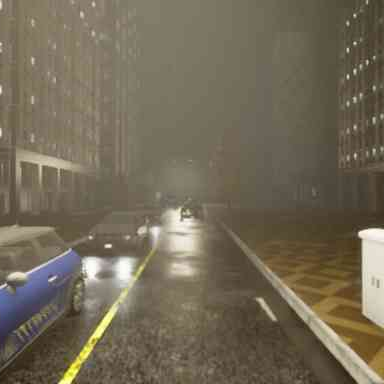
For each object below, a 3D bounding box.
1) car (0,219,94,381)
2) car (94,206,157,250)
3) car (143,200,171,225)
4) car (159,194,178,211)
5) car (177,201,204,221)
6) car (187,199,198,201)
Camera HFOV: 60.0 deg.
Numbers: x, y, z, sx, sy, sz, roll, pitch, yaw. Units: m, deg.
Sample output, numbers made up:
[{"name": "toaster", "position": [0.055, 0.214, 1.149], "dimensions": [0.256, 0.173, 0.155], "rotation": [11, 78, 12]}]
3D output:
[{"name": "car", "position": [-3.081, 1.362, 4.442], "dimensions": [2.097, 1.767, 4.553], "rotation": [0, 0, 0]}, {"name": "car", "position": [-3.015, 1.579, 14.711], "dimensions": [2.033, 1.411, 5.357], "rotation": [0, 0, 0]}, {"name": "car", "position": [-3.003, 1.600, 25.021], "dimensions": [2.033, 1.411, 5.357], "rotation": [0, 0, 0]}, {"name": "car", "position": [-3.012, 1.311, 42.947], "dimensions": [2.150, 2.045, 5.566], "rotation": [0, 0, 0]}, {"name": "car", "position": [0.013, 1.659, 27.430], "dimensions": [1.895, 1.301, 4.718], "rotation": [0, 0, 0]}, {"name": "car", "position": [0.062, 1.637, 43.744], "dimensions": [2.033, 1.411, 5.357], "rotation": [0, 0, 0]}]
